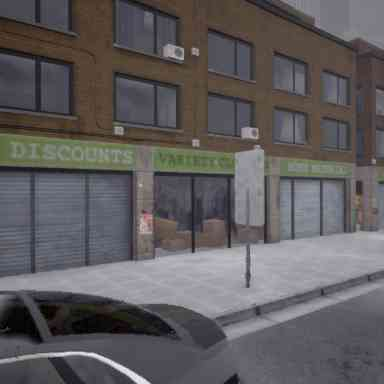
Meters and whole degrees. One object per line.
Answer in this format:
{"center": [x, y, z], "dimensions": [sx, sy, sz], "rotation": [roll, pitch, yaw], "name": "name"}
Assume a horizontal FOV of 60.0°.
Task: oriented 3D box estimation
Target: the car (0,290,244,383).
{"center": [-1.853, 1.505, 1.752], "dimensions": [4.892, 1.490, 1.837], "rotation": [0, 0, -35], "name": "car"}
